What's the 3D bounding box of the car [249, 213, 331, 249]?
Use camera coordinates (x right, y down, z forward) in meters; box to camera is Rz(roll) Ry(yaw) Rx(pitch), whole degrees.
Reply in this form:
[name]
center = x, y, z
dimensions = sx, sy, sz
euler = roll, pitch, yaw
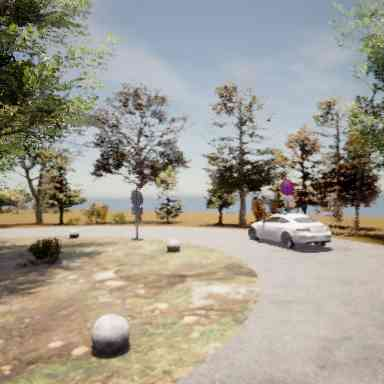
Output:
[car]
center = 4.417, 1.726, 15.593
dimensions = 1.812, 1.442, 4.674
euler = 0, -1, -19
